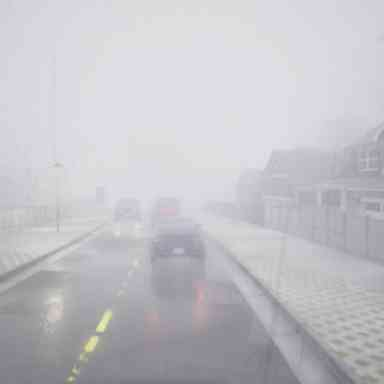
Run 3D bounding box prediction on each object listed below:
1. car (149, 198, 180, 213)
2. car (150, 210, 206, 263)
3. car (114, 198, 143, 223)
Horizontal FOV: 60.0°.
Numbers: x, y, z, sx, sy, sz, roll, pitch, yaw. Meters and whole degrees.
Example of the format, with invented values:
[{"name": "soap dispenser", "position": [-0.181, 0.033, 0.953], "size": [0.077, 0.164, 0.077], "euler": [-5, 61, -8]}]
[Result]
[{"name": "car", "position": [-2.203, 1.469, 26.843], "size": [2.150, 2.045, 5.566], "euler": [0, -1, -9]}, {"name": "car", "position": [-0.565, 1.616, 12.308], "size": [1.812, 1.442, 4.674], "euler": [0, 0, -4]}, {"name": "car", "position": [-5.447, 1.514, 28.795], "size": [2.150, 2.045, 5.566], "euler": [0, -1, -9]}]
